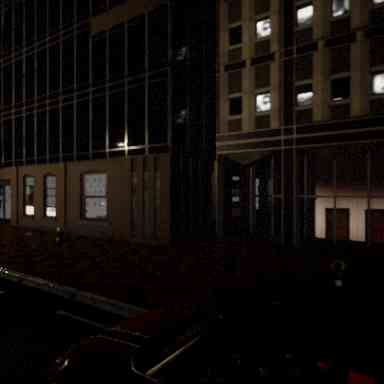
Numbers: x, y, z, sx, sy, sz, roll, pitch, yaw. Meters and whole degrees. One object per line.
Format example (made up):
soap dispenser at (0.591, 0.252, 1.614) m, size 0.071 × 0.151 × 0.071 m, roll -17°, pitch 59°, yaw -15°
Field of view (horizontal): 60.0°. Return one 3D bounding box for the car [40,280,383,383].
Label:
car at (0.660, 1.433, 2.412) m, size 4.097 × 1.590 × 1.967 m, roll 1°, pitch 0°, yaw 35°
